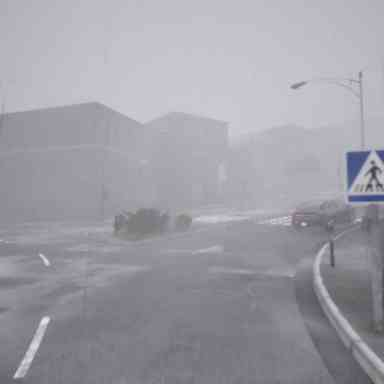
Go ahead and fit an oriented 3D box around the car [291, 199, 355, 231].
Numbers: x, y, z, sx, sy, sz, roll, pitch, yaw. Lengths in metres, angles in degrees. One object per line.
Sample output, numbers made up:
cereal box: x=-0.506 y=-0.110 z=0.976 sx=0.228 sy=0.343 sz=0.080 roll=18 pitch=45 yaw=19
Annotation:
car: x=7.192 y=1.142 z=18.059 sx=4.892 sy=1.490 sz=1.837 roll=-6 pitch=1 yaw=-45
